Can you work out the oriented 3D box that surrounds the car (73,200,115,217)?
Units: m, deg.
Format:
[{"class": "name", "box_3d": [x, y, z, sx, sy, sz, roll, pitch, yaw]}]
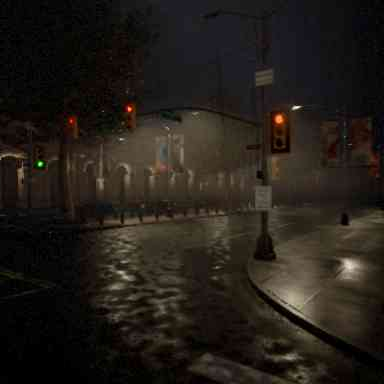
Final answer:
[{"class": "car", "box_3d": [-9.007, 1.451, 29.932, 1.994, 1.385, 4.181, 0, 0, 36]}]

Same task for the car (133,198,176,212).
[{"class": "car", "box_3d": [-3.821, 1.379, 37.110, 2.128, 1.511, 4.902, 0, 0, 36]}]

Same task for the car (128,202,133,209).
[{"class": "car", "box_3d": [-5.446, 1.468, 40.239, 1.895, 1.301, 4.718, 0, 0, 36]}]

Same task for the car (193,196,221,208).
[{"class": "car", "box_3d": [2.047, 1.366, 45.215, 1.882, 1.535, 5.008, 0, 0, 36]}]
